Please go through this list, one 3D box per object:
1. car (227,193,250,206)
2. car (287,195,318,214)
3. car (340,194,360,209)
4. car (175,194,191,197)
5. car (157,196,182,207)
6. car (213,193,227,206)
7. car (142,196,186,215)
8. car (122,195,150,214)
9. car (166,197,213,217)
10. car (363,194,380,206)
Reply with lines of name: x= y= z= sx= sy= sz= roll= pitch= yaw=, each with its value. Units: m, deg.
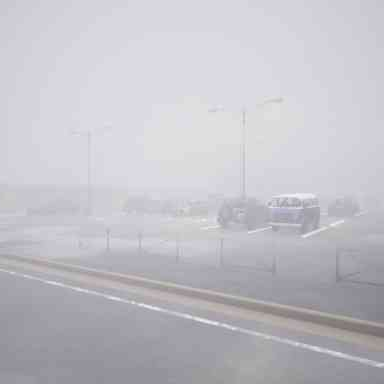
car: x=8.792 y=1.212 z=63.295 sx=1.905 sy=1.878 sz=3.866 roll=0 pitch=0 yaw=34
car: x=13.087 y=1.451 z=39.388 sx=1.970 sy=1.475 sz=3.806 roll=0 pitch=0 yaw=34
car: x=25.089 y=1.212 z=52.364 sx=1.905 sy=1.878 sz=3.866 roll=0 pitch=0 yaw=34
car: x=-0.978 y=1.209 z=48.752 sx=1.932 sy=1.855 sz=4.605 roll=0 pitch=0 yaw=34
car: x=-3.345 y=1.419 z=50.424 sx=1.784 sy=1.438 sz=3.905 roll=0 pitch=0 yaw=34
car: x=6.397 y=1.451 z=64.922 sx=1.970 sy=1.475 sz=3.806 roll=0 pitch=0 yaw=34
car: x=-2.535 y=1.419 z=31.702 sx=1.784 sy=1.438 sz=3.905 roll=0 pitch=0 yaw=34
car: x=-4.788 y=1.209 z=33.159 sx=1.932 sy=1.855 sz=4.605 roll=0 pitch=0 yaw=34
car: x=-0.134 y=1.451 z=30.084 sx=1.970 sy=1.475 sz=3.806 roll=0 pitch=0 yaw=34
car: x=27.459 y=1.209 z=50.702 sx=1.932 sy=1.855 sz=4.605 roll=0 pitch=0 yaw=34
